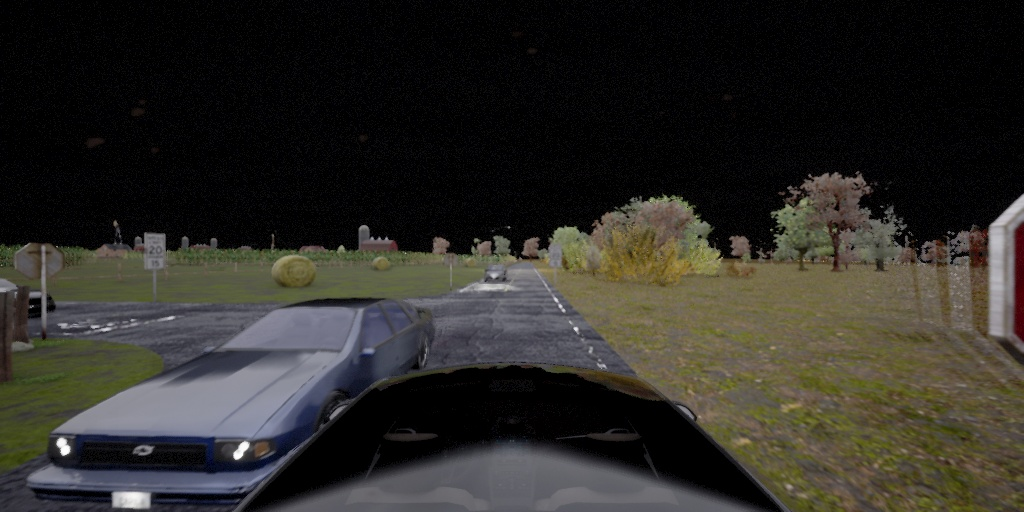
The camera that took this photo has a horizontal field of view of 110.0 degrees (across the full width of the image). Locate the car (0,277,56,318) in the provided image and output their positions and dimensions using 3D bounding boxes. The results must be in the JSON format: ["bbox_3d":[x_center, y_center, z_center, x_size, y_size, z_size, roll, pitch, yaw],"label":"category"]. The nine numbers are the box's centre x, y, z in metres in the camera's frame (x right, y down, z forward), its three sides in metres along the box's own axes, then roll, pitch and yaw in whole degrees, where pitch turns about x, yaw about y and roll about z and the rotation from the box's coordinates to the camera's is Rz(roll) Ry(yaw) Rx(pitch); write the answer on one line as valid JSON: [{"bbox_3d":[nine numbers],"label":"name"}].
[{"bbox_3d":[-16.861,1.262,10.815,4.892,1.490,1.837,0,0,2],"label":"car"}]

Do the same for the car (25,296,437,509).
[{"bbox_3d":[-2.533,1.330,5.156,2.033,1.411,5.357,0,0,3],"label":"car"}]

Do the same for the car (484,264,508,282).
[{"bbox_3d":[-1.368,1.496,31.967,2.128,1.511,4.902,0,0,2],"label":"car"}]
